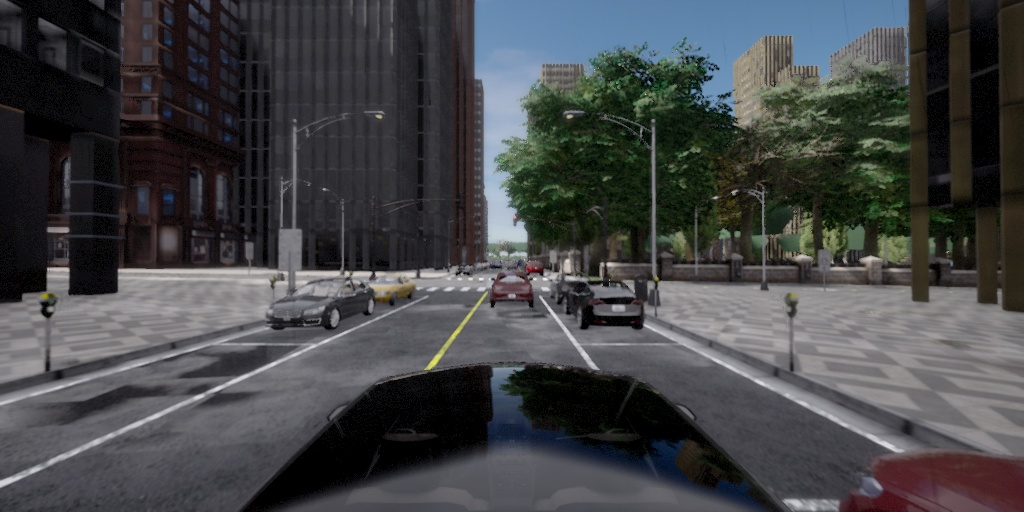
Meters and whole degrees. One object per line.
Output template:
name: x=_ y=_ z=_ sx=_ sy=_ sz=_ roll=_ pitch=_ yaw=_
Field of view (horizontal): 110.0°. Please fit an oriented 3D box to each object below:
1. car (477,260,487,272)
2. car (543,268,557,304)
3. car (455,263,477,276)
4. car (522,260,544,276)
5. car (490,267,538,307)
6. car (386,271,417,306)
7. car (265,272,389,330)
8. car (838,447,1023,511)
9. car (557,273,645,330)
car: x=-5.765 y=1.877 z=59.896 sx=2.007 sy=1.370 sz=4.403 roll=0 pitch=0 yaw=0
car: x=2.762 y=1.443 z=16.873 sx=2.007 sy=1.370 sz=4.403 roll=0 pitch=0 yaw=0
car: x=-5.764 y=1.720 z=43.527 sx=1.948 sy=1.339 sz=4.313 roll=0 pitch=0 yaw=0
car: x=2.761 y=1.469 z=43.536 sx=2.192 sy=1.841 sz=5.009 roll=0 pitch=0 yaw=0
car: x=0.006 y=1.412 z=16.247 sx=1.812 sy=1.442 sz=4.674 roll=0 pitch=0 yaw=0
car: x=-5.763 y=1.418 z=16.694 sx=1.751 sy=1.417 sz=4.829 roll=0 pitch=0 yaw=0
car: x=-5.763 y=1.391 z=11.351 sx=2.007 sy=1.370 sz=4.403 roll=0 pitch=0 yaw=0
car: x=2.763 y=1.319 z=0.335 sx=1.802 sy=1.307 sz=4.207 roll=0 pitch=0 yaw=0
car: x=2.762 y=1.406 z=11.360 sx=1.948 sy=1.339 sz=4.313 roll=0 pitch=0 yaw=0
